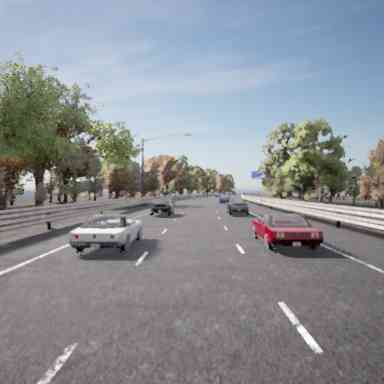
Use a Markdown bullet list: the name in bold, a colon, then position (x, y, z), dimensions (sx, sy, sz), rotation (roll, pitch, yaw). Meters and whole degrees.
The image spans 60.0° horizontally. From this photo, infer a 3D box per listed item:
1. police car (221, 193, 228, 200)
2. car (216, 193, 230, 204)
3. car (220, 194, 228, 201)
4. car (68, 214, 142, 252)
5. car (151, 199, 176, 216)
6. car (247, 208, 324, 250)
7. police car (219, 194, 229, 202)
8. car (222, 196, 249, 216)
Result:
- **police car**: position (8.980, 1.219, 91.494), dimensions (1.930, 1.638, 5.238), rotation (0, 0, 7)
- **car**: position (5.785, 1.344, 58.940), dimensions (2.163, 1.488, 4.792), rotation (0, 0, 4)
- **car**: position (7.754, 1.235, 80.576), dimensions (2.033, 1.649, 4.856), rotation (0, 0, 6)
- **car**: position (-3.263, 1.547, 13.558), dimensions (1.895, 1.301, 4.718), rotation (0, 0, 1)
- **car**: position (-2.722, 1.397, 31.519), dimensions (1.837, 1.490, 4.892), rotation (0, 0, 2)
- **car**: position (3.750, 1.549, 13.956), dimensions (1.895, 1.301, 4.718), rotation (0, 0, 1)
- **police car**: position (6.703, 1.245, 69.859), dimensions (1.930, 1.638, 5.238), rotation (0, 0, 5)
- **car**: position (4.292, 1.387, 31.719), dimensions (2.128, 1.511, 4.902), rotation (0, 0, 2)
